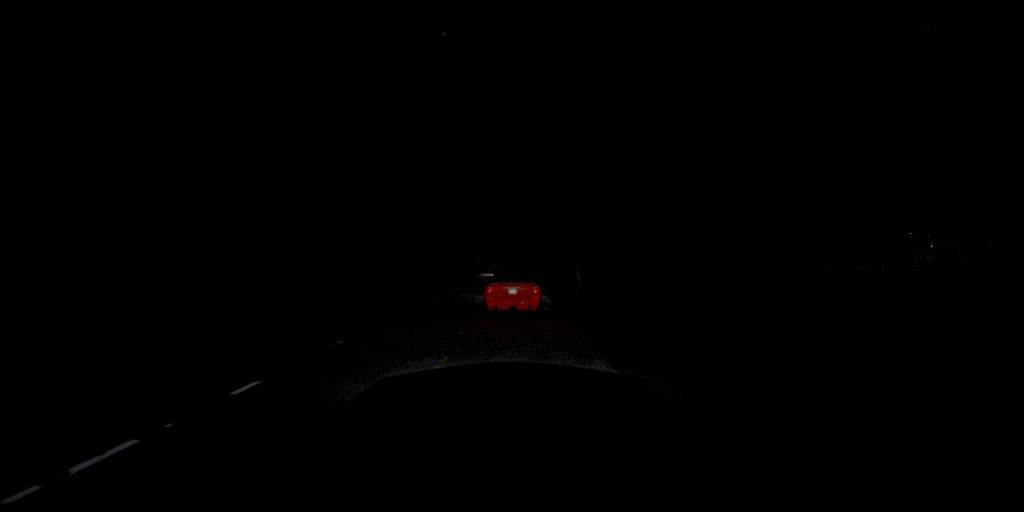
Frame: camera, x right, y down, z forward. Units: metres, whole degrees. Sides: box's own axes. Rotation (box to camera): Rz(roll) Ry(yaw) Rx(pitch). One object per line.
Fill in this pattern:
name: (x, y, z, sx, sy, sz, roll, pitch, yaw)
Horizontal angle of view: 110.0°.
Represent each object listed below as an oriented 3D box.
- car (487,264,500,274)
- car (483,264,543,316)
car: (-2.801, 2.023, 55.685, 1.812, 1.442, 4.674, 0, -1, 1)
car: (0.043, 1.251, 14.333, 2.097, 1.767, 4.553, 0, -1, 1)
